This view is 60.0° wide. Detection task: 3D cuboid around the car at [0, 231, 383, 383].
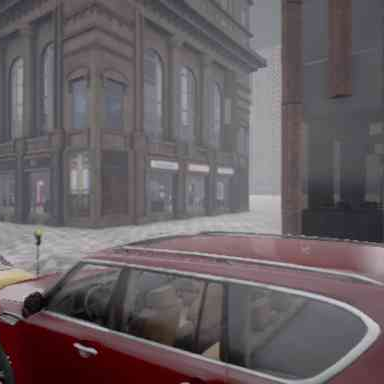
[{"bbox_3d":[-0.152,1.335,3.174,5.009,1.841,2.192,-1,0,36],"label":"car"}]
